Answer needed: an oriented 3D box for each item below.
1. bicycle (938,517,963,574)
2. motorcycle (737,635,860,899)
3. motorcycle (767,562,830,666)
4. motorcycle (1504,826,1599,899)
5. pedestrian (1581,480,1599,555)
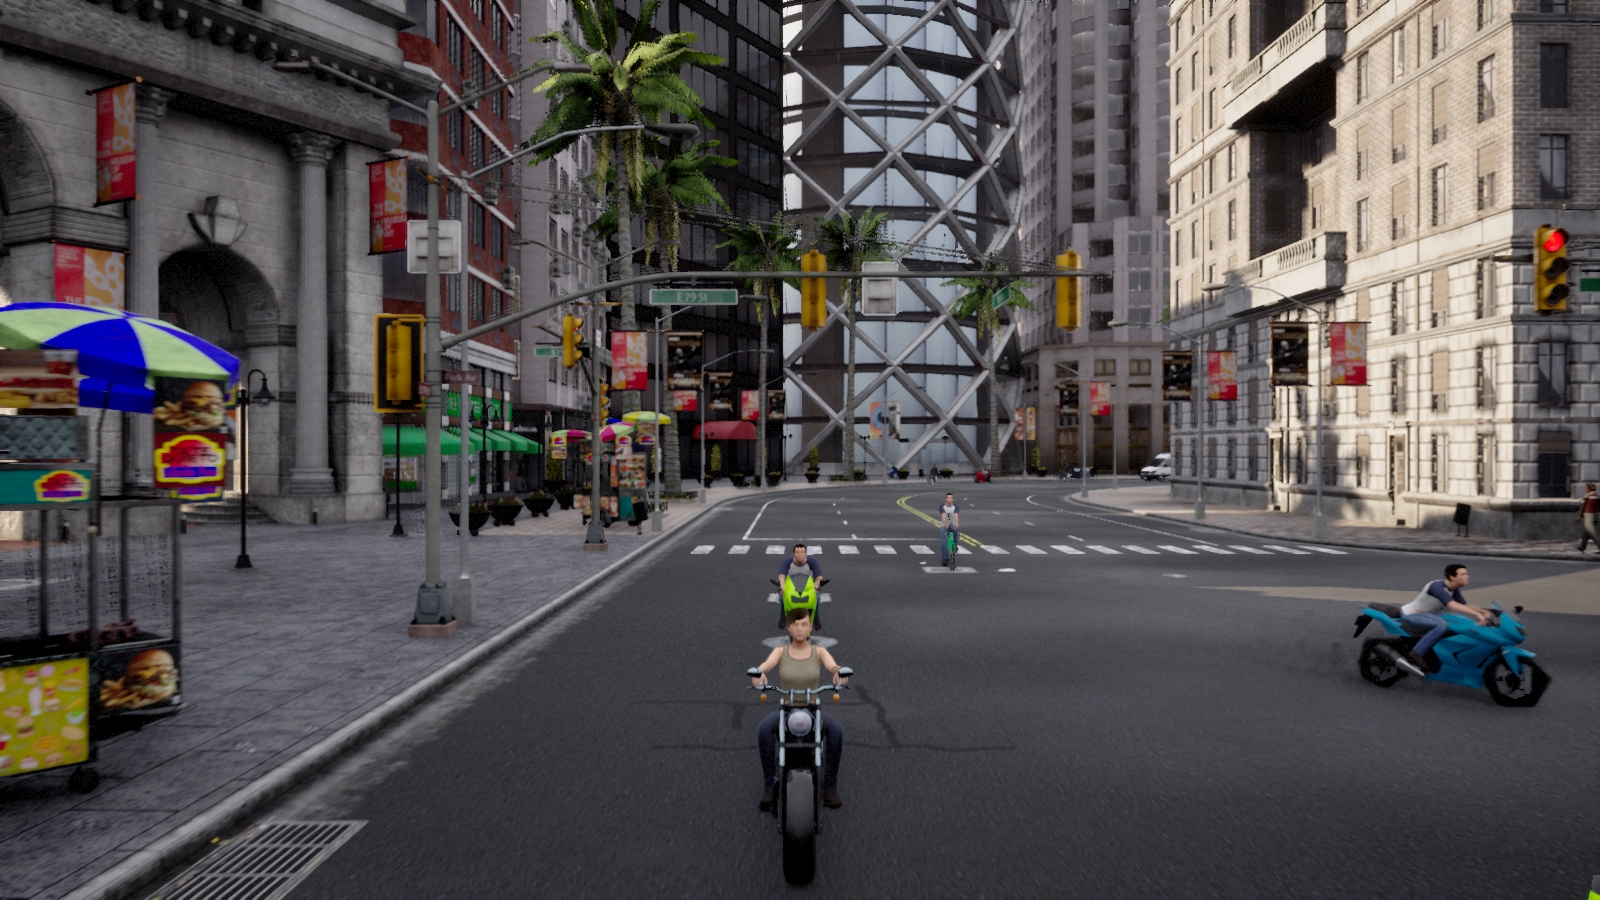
[{"bbox_3d":[3.504,2.206,26.685,0.373,1.196,1.643,0,0,0],"label":"bicycle"},{"bbox_3d":[-0.010,2.170,8.259,0.764,1.277,2.356,0,0,0],"label":"motorcycle"},{"bbox_3d":[-0.020,2.213,15.715,0.803,1.145,2.033,0,0,0],"label":"motorcycle"},{"bbox_3d":[3.480,2.213,3.976,0.803,1.145,2.033,0,0,0],"label":"motorcycle"},{"bbox_3d":[19.945,1.696,28.726,0.375,1.860,0.375,0,0,-4],"label":"pedestrian"}]
